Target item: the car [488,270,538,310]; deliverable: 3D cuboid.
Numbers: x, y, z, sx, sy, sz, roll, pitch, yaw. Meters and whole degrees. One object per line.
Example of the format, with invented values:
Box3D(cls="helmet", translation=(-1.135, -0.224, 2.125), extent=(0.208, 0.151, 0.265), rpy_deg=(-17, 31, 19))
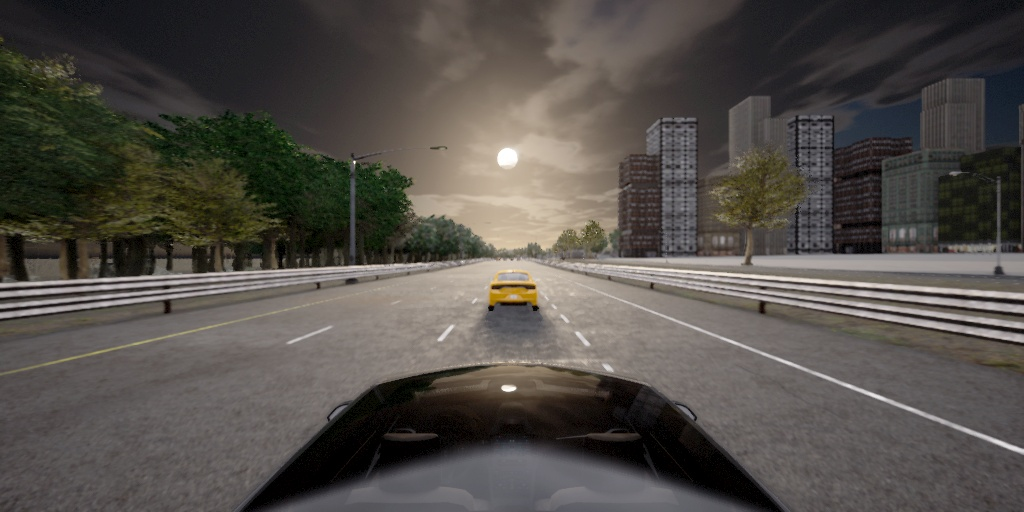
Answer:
Box3D(cls="car", translation=(0.037, 1.317, 15.304), extent=(1.882, 1.535, 5.008), rpy_deg=(0, 0, 0))
